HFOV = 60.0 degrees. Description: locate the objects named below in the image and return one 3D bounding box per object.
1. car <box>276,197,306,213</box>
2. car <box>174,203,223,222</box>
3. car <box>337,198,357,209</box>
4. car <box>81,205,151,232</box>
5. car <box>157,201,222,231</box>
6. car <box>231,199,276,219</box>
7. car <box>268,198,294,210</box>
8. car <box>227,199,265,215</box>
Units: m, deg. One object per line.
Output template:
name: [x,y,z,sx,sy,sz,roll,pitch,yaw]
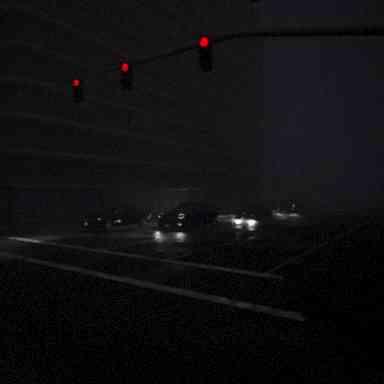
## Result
car: [11.407,1.415,37.875,2.097,1.767,4.553,0,0,35]
car: [0.634,1.682,28.701,1.895,1.301,4.718,0,0,35]
car: [21.116,1.550,45.249,1.837,1.490,4.892,0,0,35]
car: [-4.709,1.573,21.131,2.128,1.511,4.902,0,0,35]
car: [-0.188,1.415,21.464,2.097,1.767,4.553,0,0,35]
car: [5.532,1.627,29.573,1.994,1.385,4.181,0,0,35]
car: [11.970,1.607,44.695,1.812,1.442,4.674,0,0,36]
car: [5.988,1.573,36.283,2.128,1.511,4.902,0,0,35]
